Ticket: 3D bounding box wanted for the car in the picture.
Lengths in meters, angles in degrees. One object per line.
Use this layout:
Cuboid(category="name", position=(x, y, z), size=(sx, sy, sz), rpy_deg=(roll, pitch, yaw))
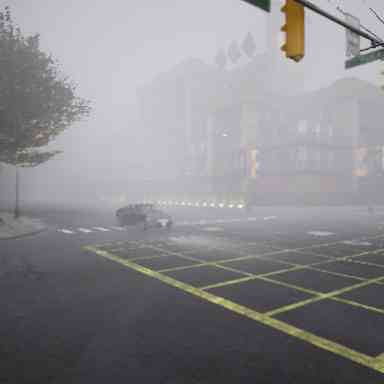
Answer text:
Cuboid(category="car", position=(-2.959, 1.478, 20.003), size=(2.128, 1.511, 4.902), rpy_deg=(0, 0, -36))
